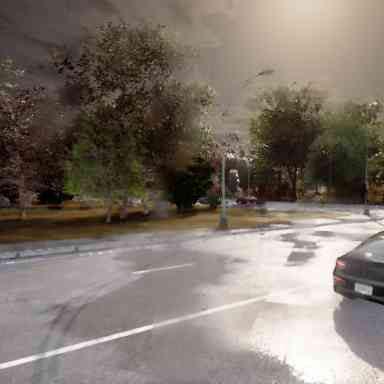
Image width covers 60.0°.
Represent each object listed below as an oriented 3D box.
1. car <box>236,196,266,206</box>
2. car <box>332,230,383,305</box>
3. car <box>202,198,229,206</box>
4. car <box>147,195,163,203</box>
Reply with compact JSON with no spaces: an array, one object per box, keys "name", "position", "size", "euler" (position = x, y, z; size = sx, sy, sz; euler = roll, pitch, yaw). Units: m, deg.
[{"name":"car","position":[8.802,1.292,49.702],"size":[1.882,1.535,5.008],"euler":[0,0,-37]},{"name":"car","position":[4.865,1.505,7.072],"size":[4.674,1.442,1.812],"euler":[0,0,-35]},{"name":"car","position":[3.335,1.382,51.101],"size":[2.033,1.411,5.357],"euler":[0,0,-37]},{"name":"car","position":[-7.305,1.373,65.189],"size":[1.837,1.490,4.892],"euler":[0,0,-37]}]
